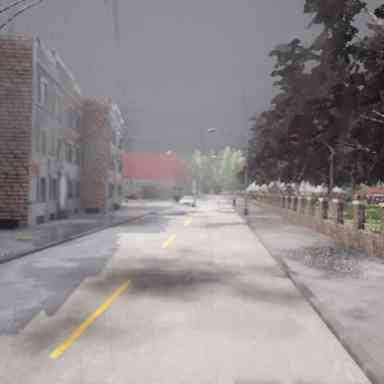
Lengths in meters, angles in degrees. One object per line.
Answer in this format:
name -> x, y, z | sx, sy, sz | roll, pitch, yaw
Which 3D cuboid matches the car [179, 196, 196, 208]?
car -> -0.534, 1.287, 44.948 | 1.812, 1.442, 4.674 | 1, 0, 5
